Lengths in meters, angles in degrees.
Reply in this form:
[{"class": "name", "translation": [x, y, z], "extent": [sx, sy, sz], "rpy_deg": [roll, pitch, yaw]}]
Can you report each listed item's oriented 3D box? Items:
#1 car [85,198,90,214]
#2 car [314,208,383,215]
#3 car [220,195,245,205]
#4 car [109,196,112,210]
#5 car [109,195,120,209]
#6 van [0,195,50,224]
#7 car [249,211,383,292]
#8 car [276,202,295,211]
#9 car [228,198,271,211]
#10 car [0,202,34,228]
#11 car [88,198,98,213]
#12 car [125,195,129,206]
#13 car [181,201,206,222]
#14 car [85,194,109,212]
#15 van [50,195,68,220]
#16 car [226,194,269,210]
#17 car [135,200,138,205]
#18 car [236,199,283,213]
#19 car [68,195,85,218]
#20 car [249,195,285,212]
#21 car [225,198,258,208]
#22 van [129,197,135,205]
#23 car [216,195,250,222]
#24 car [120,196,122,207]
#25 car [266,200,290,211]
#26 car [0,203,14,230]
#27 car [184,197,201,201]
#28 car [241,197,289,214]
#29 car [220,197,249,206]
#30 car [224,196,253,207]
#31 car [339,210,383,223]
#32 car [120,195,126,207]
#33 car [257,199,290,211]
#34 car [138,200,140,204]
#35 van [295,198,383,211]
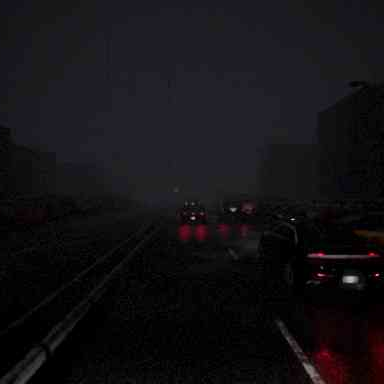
[{"class": "car", "translation": [-12.548, 1.568, 31.428], "extent": [4.674, 1.452, 2.002], "rpy_deg": [0, 0, 0]}, {"class": "car", "translation": [7.632, 1.526, 13.191], "extent": [4.674, 1.452, 2.002], "rpy_deg": [0, 0, 0]}, {"class": "car", "translation": [7.582, 1.538, 62.829], "extent": [4.553, 1.767, 2.185], "rpy_deg": [0, 0, 0]}, {"class": "car", "translation": [-12.733, 1.568, 39.765], "extent": [5.366, 1.575, 1.946], "rpy_deg": [0, 0, 0]}, {"class": "car", "translation": [-12.576, 1.336, 42.546], "extent": [5.566, 2.045, 2.435], "rpy_deg": [0, 0, 0]}, {"class": "van", "translation": [-12.671, 1.270, 23.092], "extent": [4.442, 1.987, 1.878], "rpy_deg": [0, 0, 0]}, {"class": "car", "translation": [3.096, 1.493, 8.919], "extent": [2.128, 1.511, 4.902], "rpy_deg": [0, 0, 0]}, {"class": "car", "translation": [7.626, 1.497, 18.706], "extent": [4.892, 1.521, 2.231], "rpy_deg": [0, 0, 0]}, {"class": "car", "translation": [7.436, 1.589, 43.519], "extent": [5.366, 1.575, 1.946], "rpy_deg": [0, 0, 0]}, {"class": "car", "translation": [-12.553, 1.526, 20.187], "extent": [4.674, 1.452, 2.002], "rpy_deg": [0, 0, 0]}, {"class": "car", "translation": [-12.547, 1.581, 34.142], "extent": [4.674, 1.452, 2.002], "rpy_deg": [0, 0, 0]}, {"class": "car", "translation": [-12.575, 1.510, 50.882], "extent": [4.553, 1.767, 2.185], "rpy_deg": [0, 0, 0]}, {"class": "car", "translation": [0.088, 1.638, 26.696], "extent": [1.895, 1.301, 4.718], "rpy_deg": [0, 0, 0]}, {"class": "car", "translation": [-12.521, 1.304, 36.862], "extent": [5.566, 2.045, 2.435], "rpy_deg": [0, 0, 0]}, {"class": "van", "translation": [-12.437, 1.279, 25.869], "extent": [4.442, 1.987, 1.878], "rpy_deg": [0, 0, 0]}, {"class": "car", "translation": [7.649, 1.355, 46.278], "extent": [5.566, 2.045, 2.435], "rpy_deg": [0, 0, 0]}, {"class": "car", "translation": [-12.572, 1.541, 59.226], "extent": [4.553, 1.767, 2.185], "rpy_deg": [0, 0, 0]}, {"class": "car", "translation": [7.629, 1.564, 38.004], "extent": [5.008, 1.535, 2.097], "rpy_deg": [0, 0, 0]}, {"class": "car", "translation": [-12.580, 1.265, 28.650], "extent": [5.566, 2.045, 2.435], "rpy_deg": [0, 0, 0]}, {"class": "car", "translation": [7.596, 1.402, 29.733], "extent": [4.553, 1.767, 2.185], "rpy_deg": [0, 0, 0]}, {"class": "car", "translation": [7.625, 1.636, 51.790], "extent": [4.892, 1.521, 2.231], "rpy_deg": [0, 0, 0]}, {"class": "van", "translation": [-12.425, 1.436, 56.318], "extent": [4.442, 1.987, 1.878], "rpy_deg": [0, 0, 0]}, {"class": "car", "translation": [3.088, 1.390, 27.042], "extent": [2.097, 1.767, 4.553], "rpy_deg": [0, 0, 0]}, {"class": "car", "translation": [-12.552, 1.604, 45.323], "extent": [4.892, 1.521, 2.231], "rpy_deg": [0, 0, 0]}, {"class": "car", "translation": [7.625, 1.504, 21.462], "extent": [4.892, 1.521, 2.231], "rpy_deg": [0, 0, 0]}, {"class": "car", "translation": [-12.526, 1.509, 17.533], "extent": [4.792, 1.488, 2.163], "rpy_deg": [0, 0, 0]}, {"class": "car", "translation": [0.083, 1.458, 42.350], "extent": [2.097, 1.767, 4.553], "rpy_deg": [0, 0, 0]}, {"class": "car", "translation": [7.656, 1.425, 35.248], "extent": [4.553, 1.767, 2.185], "rpy_deg": [0, 0, 0]}, {"class": "car", "translation": [7.620, 1.660, 60.066], "extent": [5.008, 1.535, 2.097], "rpy_deg": [0, 0, 0]}, {"class": "car", "translation": [7.586, 1.519, 54.553], "extent": [4.553, 1.767, 2.185], "rpy_deg": [0, 0, 0]}, {"class": "car", "translation": [7.821, 1.480, 10.433], "extent": [5.366, 1.575, 1.946], "rpy_deg": [0, 0, 0]}, {"class": "car", "translation": [-12.540, 1.618, 47.978], "extent": [5.008, 1.535, 2.097], "rpy_deg": [0, 0, 0]}, {"class": "car", "translation": [7.624, 1.511, 24.219], "extent": [4.892, 1.521, 2.231], "rpy_deg": [0, 0, 0]}, {"class": "car", "translation": [-12.510, 1.697, 64.661], "extent": [4.792, 1.488, 2.163], "rpy_deg": [0, 0, 0]}, {"class": "van", "translation": [7.516, 1.265, 15.825], "extent": [4.442, 1.987, 1.878], "rpy_deg": [0, 0, 0]}]
